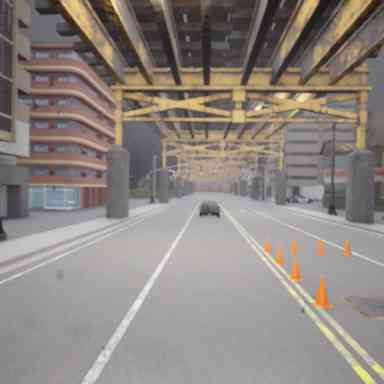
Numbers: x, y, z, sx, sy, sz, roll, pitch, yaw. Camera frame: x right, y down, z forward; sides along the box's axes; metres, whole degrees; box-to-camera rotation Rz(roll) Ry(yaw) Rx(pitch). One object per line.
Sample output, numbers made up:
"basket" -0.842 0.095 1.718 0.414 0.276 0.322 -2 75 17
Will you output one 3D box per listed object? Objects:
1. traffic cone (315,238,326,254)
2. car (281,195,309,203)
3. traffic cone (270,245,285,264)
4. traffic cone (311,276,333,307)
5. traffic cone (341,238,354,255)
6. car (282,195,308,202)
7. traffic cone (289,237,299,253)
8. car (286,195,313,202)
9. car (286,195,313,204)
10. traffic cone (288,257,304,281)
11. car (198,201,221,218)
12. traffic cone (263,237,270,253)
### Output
"traffic cone" 4.916 2.043 12.696 0.340 0.580 0.340 1 0 3
"car" 20.405 1.359 66.016 4.974 1.542 2.038 1 1 28
"traffic cone" 2.829 2.009 10.787 0.340 0.580 0.340 1 0 3
"traffic cone" 2.650 2.006 6.792 0.340 0.580 0.340 1 0 3
"traffic cone" 5.915 2.060 12.651 0.340 0.580 0.340 1 0 3
"car" 20.453 1.202 65.990 4.536 1.218 1.853 1 1 28
"traffic cone" 3.917 2.026 12.740 0.340 0.580 0.340 1 0 3
"car" 19.944 1.237 61.890 4.536 1.218 1.853 1 1 -17
"car" 19.892 1.394 61.876 4.974 1.542 2.038 1 1 -17
"traffic cone" 2.739 2.009 8.789 0.340 0.580 0.340 1 0 3
"car" 1.599 1.506 30.324 2.033 1.411 5.357 1 0 3
"traffic cone" 2.918 2.009 12.785 0.340 0.580 0.340 1 0 3
